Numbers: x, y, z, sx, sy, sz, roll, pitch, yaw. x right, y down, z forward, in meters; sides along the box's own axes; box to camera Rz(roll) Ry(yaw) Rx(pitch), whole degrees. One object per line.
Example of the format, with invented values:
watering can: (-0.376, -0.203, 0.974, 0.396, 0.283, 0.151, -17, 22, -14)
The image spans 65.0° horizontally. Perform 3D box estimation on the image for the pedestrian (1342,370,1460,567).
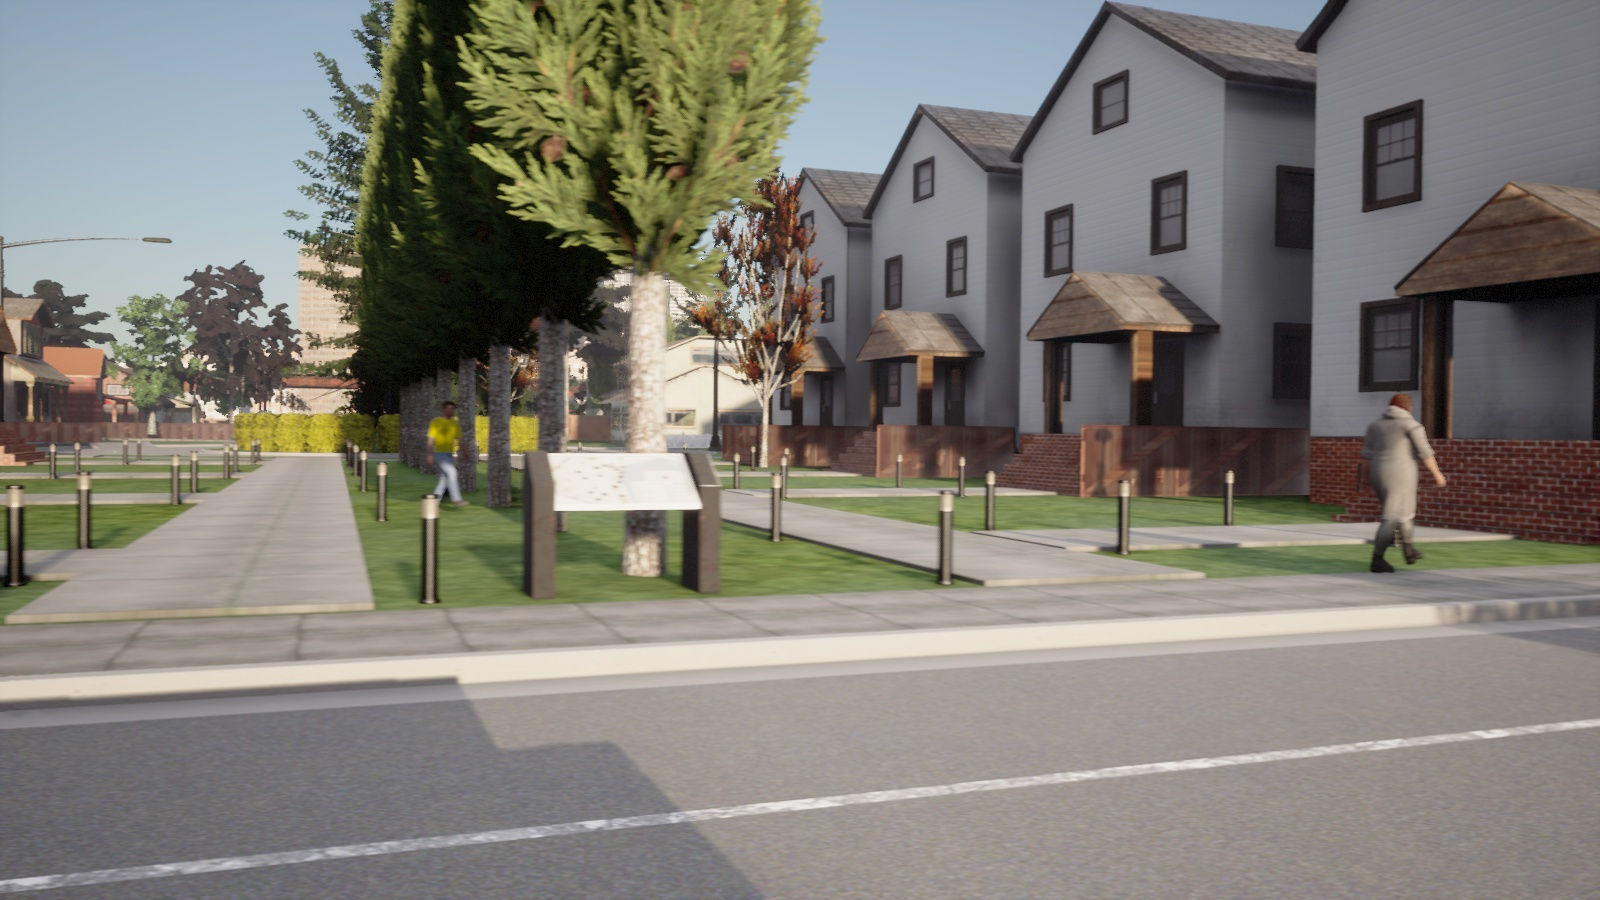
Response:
pedestrian: (6.161, 0.173, 12.890, 0.873, 1.952, 0.659, -1, 1, -20)

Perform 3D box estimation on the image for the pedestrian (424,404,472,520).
pedestrian: (-5.691, 0.191, 20.304, 0.706, 1.836, 0.354, 0, 1, 33)
